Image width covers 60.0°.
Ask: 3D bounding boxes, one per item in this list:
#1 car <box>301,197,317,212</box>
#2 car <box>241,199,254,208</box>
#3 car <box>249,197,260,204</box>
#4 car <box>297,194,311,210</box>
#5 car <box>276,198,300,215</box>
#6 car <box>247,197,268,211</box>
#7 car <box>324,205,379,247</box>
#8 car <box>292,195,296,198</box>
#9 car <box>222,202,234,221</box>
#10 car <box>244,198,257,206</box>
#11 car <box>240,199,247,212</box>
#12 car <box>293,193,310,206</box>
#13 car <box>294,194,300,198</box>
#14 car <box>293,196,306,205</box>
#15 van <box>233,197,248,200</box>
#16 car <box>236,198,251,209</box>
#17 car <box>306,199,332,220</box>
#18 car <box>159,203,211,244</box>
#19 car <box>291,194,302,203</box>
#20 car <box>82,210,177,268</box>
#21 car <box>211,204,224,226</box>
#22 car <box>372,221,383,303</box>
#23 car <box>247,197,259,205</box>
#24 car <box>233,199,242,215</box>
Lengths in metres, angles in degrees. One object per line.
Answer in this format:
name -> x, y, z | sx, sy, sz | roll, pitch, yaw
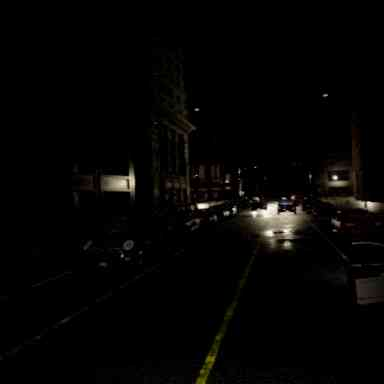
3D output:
car -> 11.785, 1.432, 31.668 | 1.802, 1.307, 4.206 | -3, -1, 15
car -> 9.308, 1.826, 55.637 | 1.802, 1.307, 4.206 | -3, -1, 15
car -> 13.626, 1.811, 71.986 | 2.008, 1.369, 4.403 | -3, -1, 15
car -> 13.217, 1.291, 37.119 | 1.967, 1.590, 4.097 | -3, -1, 15
car -> 9.572, 1.572, 33.780 | 1.895, 1.301, 4.718 | -3, -1, 15
car -> 8.663, 1.661, 42.447 | 2.033, 1.411, 5.357 | -3, -1, 15
car -> 7.466, 1.432, 15.319 | 1.802, 1.307, 4.206 | -3, -1, 15
car -> 12.057, 1.526, 43.492 | 2.033, 1.411, 5.357 | -3, -1, 15
car -> 2.109, 1.800, 28.388 | 1.947, 1.339, 4.313 | -3, -1, 15
car -> 10.747, 1.815, 61.086 | 1.947, 1.339, 4.313 | -3, -1, 15
car -> 4.989, 1.817, 39.288 | 1.802, 1.307, 4.206 | -3, -1, 15
car -> 17.530, 1.175, 53.468 | 2.192, 1.841, 5.009 | -3, -1, 15
car -> 16.090, 1.172, 48.018 | 2.192, 1.841, 5.009 | -3, -1, 15
car -> 18.981, 1.431, 58.914 | 1.947, 1.339, 4.313 | -3, -1, 15
van -> 6.417, 1.579, 44.740 | 1.690, 1.788, 3.998 | -3, -1, 15
car -> 7.822, 1.766, 50.023 | 1.752, 1.417, 4.829 | -3, -1, 15
car -> 10.345, 1.431, 26.218 | 1.802, 1.307, 4.206 | -3, -1, 15
car -> -0.782, 1.550, 17.492 | 2.192, 1.841, 5.009 | -3, -1, 15
car -> 21.855, 1.316, 69.814 | 1.967, 1.590, 4.097 | -3, -1, 15
car -> -2.216, 1.675, 12.040 | 1.967, 1.590, 4.097 | -3, -1, 15
car -> 0.670, 1.800, 22.939 | 1.947, 1.339, 4.313 | -3, -1, 15
car -> 4.185, 1.374, 4.497 | 1.837, 1.490, 4.892 | -3, -1, 15
car -> 12.187, 1.820, 66.536 | 1.947, 1.339, 4.313 | -3, -1, 15
car -> 3.548, 1.785, 33.838 | 2.008, 1.369, 4.403 | -3, -1, 15
